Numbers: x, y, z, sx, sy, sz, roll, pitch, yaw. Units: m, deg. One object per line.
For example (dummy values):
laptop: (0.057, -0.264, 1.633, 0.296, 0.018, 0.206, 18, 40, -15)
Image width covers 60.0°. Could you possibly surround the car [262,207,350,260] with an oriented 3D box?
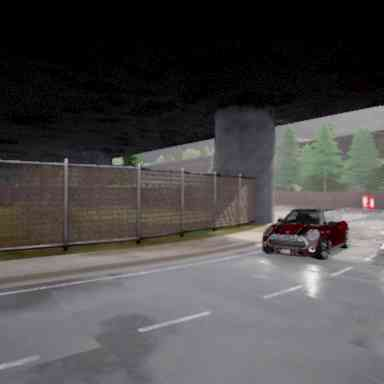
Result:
car: (4.524, 1.411, 12.857, 2.097, 1.767, 4.553, 0, 0, 39)
